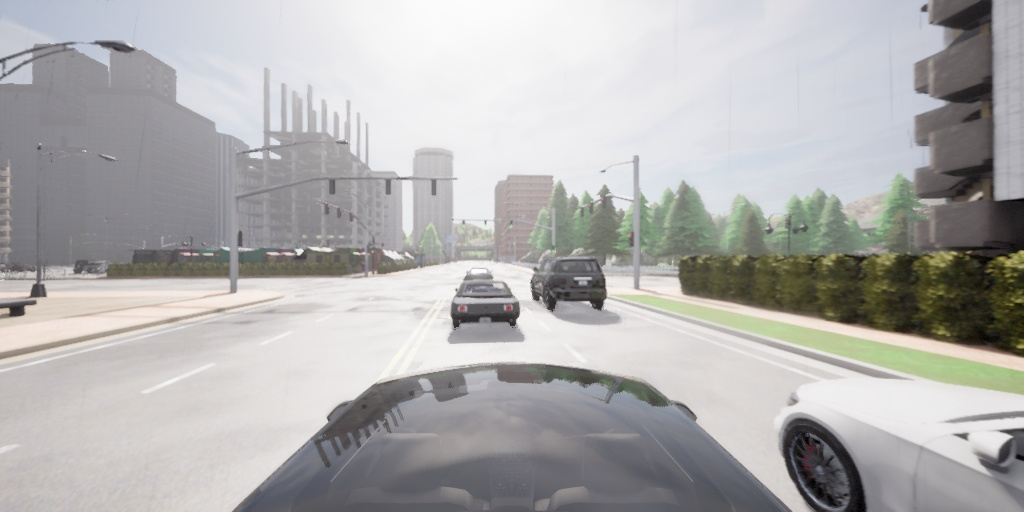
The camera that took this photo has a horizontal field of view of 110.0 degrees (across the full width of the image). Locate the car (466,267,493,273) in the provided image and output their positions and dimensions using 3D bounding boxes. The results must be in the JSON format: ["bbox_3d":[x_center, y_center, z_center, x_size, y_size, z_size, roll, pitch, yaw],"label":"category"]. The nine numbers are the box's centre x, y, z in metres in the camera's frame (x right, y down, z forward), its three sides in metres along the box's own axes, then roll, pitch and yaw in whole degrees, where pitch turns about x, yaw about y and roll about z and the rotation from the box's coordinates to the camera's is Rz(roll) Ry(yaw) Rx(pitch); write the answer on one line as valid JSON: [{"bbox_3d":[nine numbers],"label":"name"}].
[{"bbox_3d":[-2.249,1.466,24.881,1.994,1.385,4.181,0,0,-5],"label":"car"}]

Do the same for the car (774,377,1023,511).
[{"bbox_3d":[3.264,1.263,1.227,1.812,1.442,4.674,0,0,-1],"label":"car"}]

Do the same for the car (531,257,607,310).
[{"bbox_3d":[2.215,1.051,15.287,2.150,2.045,5.566,0,0,-6],"label":"car"}]

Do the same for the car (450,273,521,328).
[{"bbox_3d":[-0.915,1.416,11.644,1.895,1.301,4.718,0,0,-6],"label":"car"}]
